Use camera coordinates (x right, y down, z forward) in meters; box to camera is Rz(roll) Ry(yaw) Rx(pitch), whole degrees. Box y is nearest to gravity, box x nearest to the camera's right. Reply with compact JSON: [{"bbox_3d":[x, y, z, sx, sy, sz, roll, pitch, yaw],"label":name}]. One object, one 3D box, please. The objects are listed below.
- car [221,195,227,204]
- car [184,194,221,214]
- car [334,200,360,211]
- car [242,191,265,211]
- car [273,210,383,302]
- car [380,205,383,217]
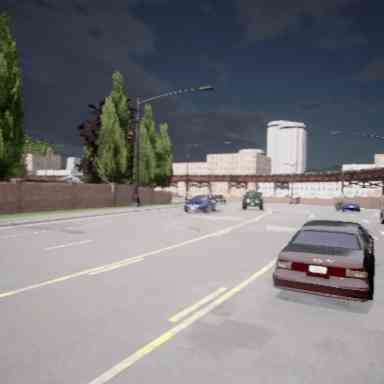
[{"bbox_3d":[5.642,1.532,69.488,2.150,2.045,5.566,1,-1,-8],"label":"car"},{"bbox_3d":[0.820,1.035,28.533,1.812,1.442,4.674,2,0,19],"label":"car"},{"bbox_3d":[18.284,1.627,39.270,1.994,1.385,4.181,1,-1,11],"label":"car"},{"bbox_3d":[6.788,0.921,36.344,2.150,2.045,5.566,2,-1,14],"label":"car"},{"bbox_3d":[3.475,1.413,8.200,2.033,1.411,5.357,1,1,29],"label":"car"},{"bbox_3d":[12.592,1.190,19.662,2.097,1.767,4.553,1,0,22],"label":"car"}]
